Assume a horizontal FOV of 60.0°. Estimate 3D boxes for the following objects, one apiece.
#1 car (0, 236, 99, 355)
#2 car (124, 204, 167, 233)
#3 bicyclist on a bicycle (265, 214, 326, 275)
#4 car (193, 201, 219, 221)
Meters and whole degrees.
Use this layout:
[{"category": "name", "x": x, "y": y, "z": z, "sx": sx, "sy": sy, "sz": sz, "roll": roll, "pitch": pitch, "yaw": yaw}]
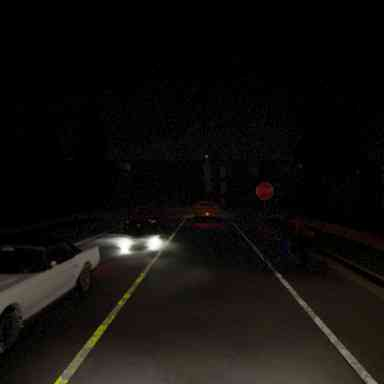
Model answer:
[{"category": "car", "x": -3.375, "y": 1.599, "z": 6.228, "sx": 1.895, "sy": 1.301, "sz": 4.718, "roll": 0, "pitch": 0, "yaw": 3}, {"category": "car", "x": -2.673, "y": 1.471, "z": 19.934, "sx": 1.882, "sy": 1.535, "sz": 5.008, "roll": 0, "pitch": 0, "yaw": 3}, {"category": "bicyclist on a bicycle", "x": 2.794, "y": 1.426, "z": 8.974, "sx": 1.656, "sy": 1.620, "sz": 0.582, "roll": 1, "pitch": 0, "yaw": 3}, {"category": "car", "x": 1.141, "y": 1.468, "z": 27.031, "sx": 1.882, "sy": 1.535, "sz": 5.008, "roll": 0, "pitch": 0, "yaw": 0}]
